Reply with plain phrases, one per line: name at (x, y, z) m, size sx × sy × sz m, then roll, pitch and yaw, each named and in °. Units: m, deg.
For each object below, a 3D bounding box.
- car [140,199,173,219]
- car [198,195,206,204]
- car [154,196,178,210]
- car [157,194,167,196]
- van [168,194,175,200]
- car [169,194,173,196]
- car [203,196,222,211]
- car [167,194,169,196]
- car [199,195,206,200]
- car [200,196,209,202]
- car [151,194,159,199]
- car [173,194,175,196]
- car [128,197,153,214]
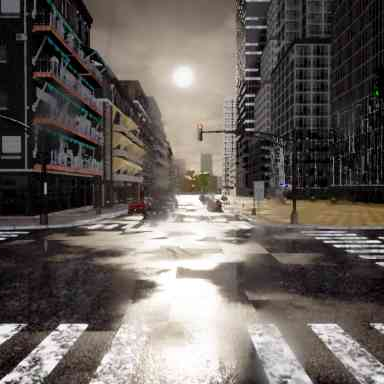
car at (-3.048, 1.560, 29.129) m, size 1.994 × 1.385 × 4.181 m, roll 0°, pitch 0°, yaw 0°
car at (2.761, 1.551, 63.642) m, size 2.008 × 1.369 × 4.403 m, roll -1°, pitch 0°, yaw 0°
car at (-3.025, 1.500, 39.039) m, size 1.837 × 1.490 × 4.892 m, roll 0°, pitch 0°, yaw 0°
car at (-5.610, 1.312, 52.303) m, size 2.192 × 1.841 × 5.009 m, roll -1°, pitch 0°, yaw 0°
van at (-5.538, 1.350, 91.844) m, size 1.690 × 1.788 × 3.998 m, roll -1°, pitch 0°, yaw 0°
car at (-5.576, 1.583, 69.249) m, size 1.802 × 1.307 × 4.206 m, roll -1°, pitch 0°, yaw 0°
car at (2.719, 1.540, 41.046) m, size 1.887 × 1.381 × 4.507 m, roll -1°, pitch 0°, yaw 0°
car at (-5.598, 1.438, 57.950) m, size 1.967 × 1.590 × 4.097 m, roll -1°, pitch 0°, yaw 0°
car at (2.812, 1.534, 92.058) m, size 1.752 × 1.417 × 4.829 m, roll -1°, pitch 0°, yaw 0°
car at (2.781, 1.547, 74.940) m, size 1.887 × 1.381 × 4.507 m, roll -1°, pitch 0°, yaw 0°
car at (-5.629, 1.436, 41.004) m, size 1.967 × 1.590 × 4.097 m, roll -1°, pitch 0°, yaw 0°
car at (-5.549, 1.321, 86.196) m, size 2.192 × 1.841 × 5.009 m, roll -1°, pitch 0°, yaw 0°
car at (-5.638, 1.540, 35.355) m, size 1.887 × 1.381 × 4.507 m, roll -1°, pitch 0°, yaw 0°
